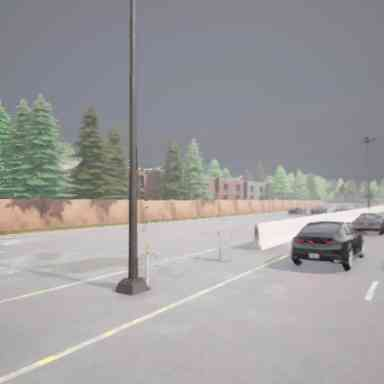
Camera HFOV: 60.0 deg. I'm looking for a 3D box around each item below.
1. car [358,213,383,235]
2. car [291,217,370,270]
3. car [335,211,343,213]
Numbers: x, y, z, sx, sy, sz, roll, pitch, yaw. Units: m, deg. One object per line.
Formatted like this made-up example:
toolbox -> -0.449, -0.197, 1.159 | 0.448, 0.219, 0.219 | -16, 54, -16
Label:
car -> 12.592, 2.178, 23.392 | 2.033, 1.411, 5.357 | -2, -2, 35
car -> 5.203, 1.851, 12.450 | 1.837, 1.490, 4.892 | -2, -3, 34
car -> 23.785, 2.959, 52.455 | 1.812, 1.442, 4.674 | -2, -2, 35
